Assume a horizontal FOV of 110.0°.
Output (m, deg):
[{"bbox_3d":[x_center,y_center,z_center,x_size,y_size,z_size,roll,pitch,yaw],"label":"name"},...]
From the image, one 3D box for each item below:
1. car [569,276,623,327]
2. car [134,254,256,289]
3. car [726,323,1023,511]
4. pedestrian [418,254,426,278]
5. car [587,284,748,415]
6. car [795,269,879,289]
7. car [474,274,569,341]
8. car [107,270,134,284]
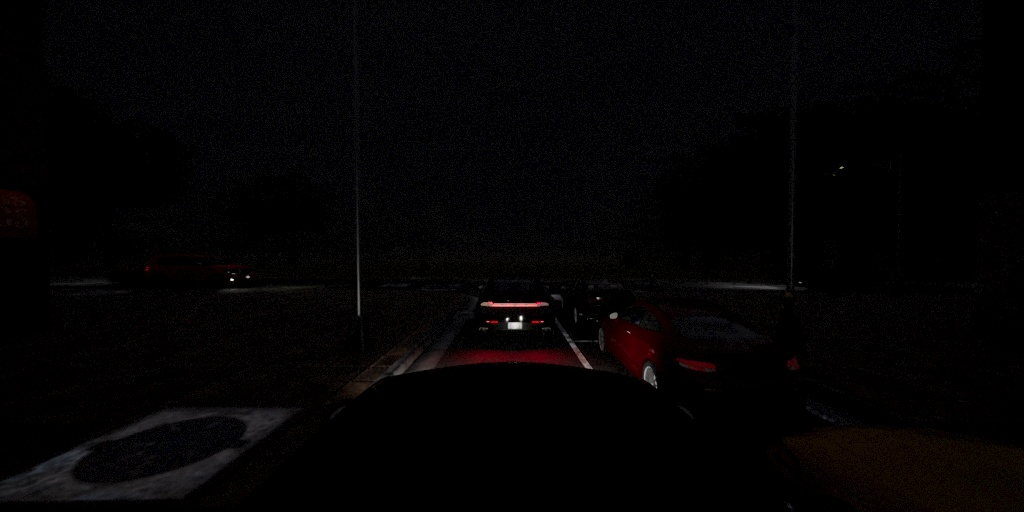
[{"bbox_3d":[2.613,1.295,11.393,2.007,1.370,4.403,0,0,0],"label":"car"},{"bbox_3d":[-18.739,0.912,21.654,5.566,2.045,2.150,0,1,0],"label":"car"},{"bbox_3d":[2.641,1.276,0.498,1.751,1.417,4.829,0,0,0],"label":"car"},{"bbox_3d":[-6.946,0.748,27.548,0.375,1.860,0.375,0,1,0],"label":"pedestrian"},{"bbox_3d":[2.627,1.330,5.861,1.802,1.307,4.207,0,0,0],"label":"car"},{"bbox_3d":[22.108,1.533,24.743,4.718,1.301,1.895,1,1,0],"label":"car"},{"bbox_3d":[0.057,1.237,9.887,2.128,1.511,4.902,0,0,0],"label":"car"},{"bbox_3d":[-24.566,1.222,24.612,4.718,1.301,1.895,0,1,0],"label":"car"}]
